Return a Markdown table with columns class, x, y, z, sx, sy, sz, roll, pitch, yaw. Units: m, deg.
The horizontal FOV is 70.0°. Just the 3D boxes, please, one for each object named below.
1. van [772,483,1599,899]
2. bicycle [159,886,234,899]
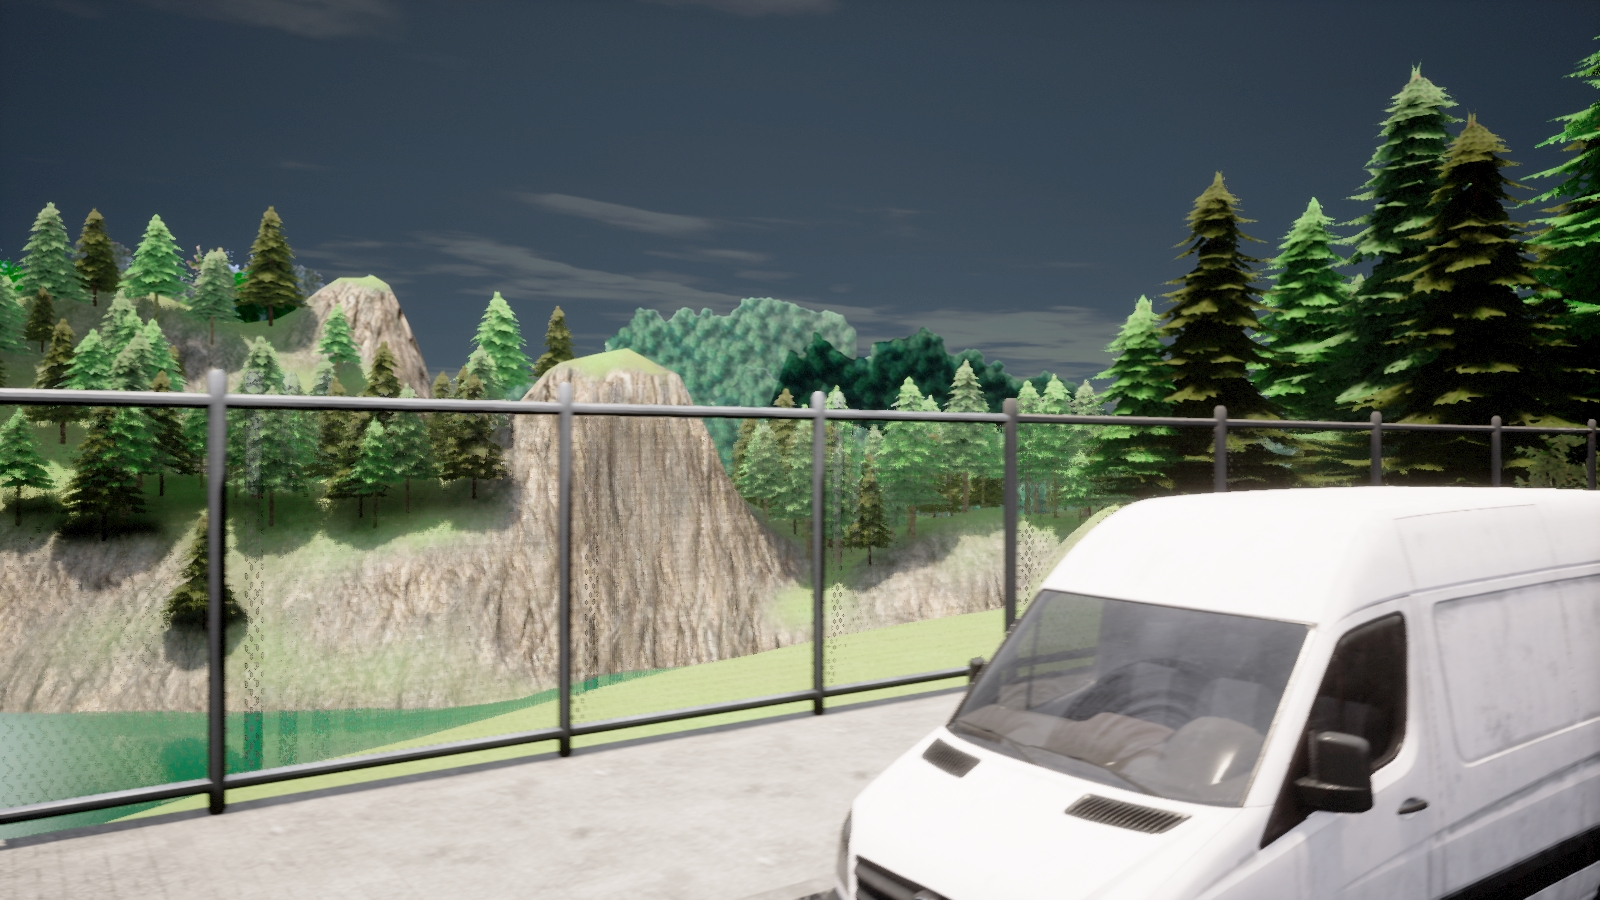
| class | x | y | z | sx | sy | sz | roll | pitch | yaw |
| --- | --- | --- | --- | --- | --- | --- | --- | --- | --- |
| van | 2.857 | 1.535 | 6.401 | 5.915 | 2.561 | 1.988 | 0 | 0 | -35 |
| bicycle | -2.277 | 2.056 | 2.795 | 1.643 | 1.496 | 0.373 | 0 | 0 | -35 |
